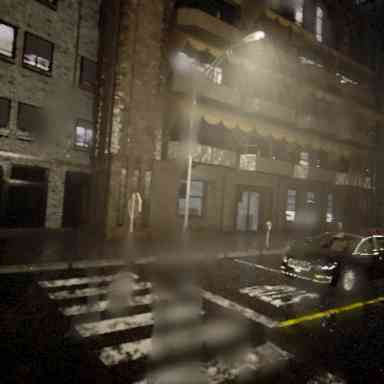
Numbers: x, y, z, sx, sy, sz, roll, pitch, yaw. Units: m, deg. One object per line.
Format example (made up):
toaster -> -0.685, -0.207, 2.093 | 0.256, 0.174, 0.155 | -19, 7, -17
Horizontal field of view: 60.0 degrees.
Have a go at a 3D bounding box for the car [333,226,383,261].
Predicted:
car -> 9.004, 2.417, 16.350 | 4.206, 1.307, 1.802 | 4, 0, -35

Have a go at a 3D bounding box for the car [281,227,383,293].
car -> 4.846, 1.984, 10.334 | 4.892, 1.490, 1.837 | 4, -1, -35
